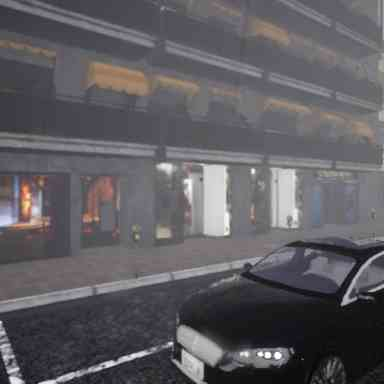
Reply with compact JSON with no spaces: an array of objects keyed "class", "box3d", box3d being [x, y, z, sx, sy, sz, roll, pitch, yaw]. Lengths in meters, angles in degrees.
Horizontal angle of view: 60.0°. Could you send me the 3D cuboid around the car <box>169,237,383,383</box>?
[{"class":"car","box3d":[1.998,1.473,4.794,4.902,1.511,2.128,0,0,-35]}]
